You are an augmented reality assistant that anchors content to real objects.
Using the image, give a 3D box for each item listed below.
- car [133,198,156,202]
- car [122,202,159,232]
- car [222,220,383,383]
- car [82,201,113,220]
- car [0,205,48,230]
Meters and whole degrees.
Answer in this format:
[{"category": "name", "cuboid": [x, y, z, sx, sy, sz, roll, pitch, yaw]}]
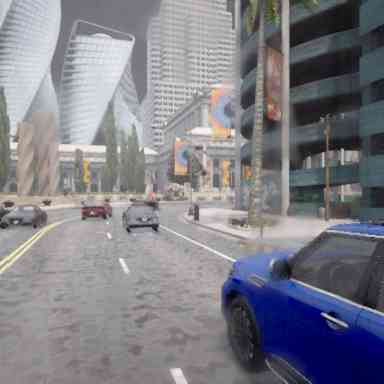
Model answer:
[{"category": "car", "cuboid": [-5.895, 1.482, 42.604, 2.128, 1.511, 4.902, 0, 0, 18]}, {"category": "car", "cuboid": [-3.203, 1.543, 20.299, 2.033, 1.411, 5.357, 0, 0, -15]}, {"category": "car", "cuboid": [2.153, 1.221, 2.848, 2.150, 2.045, 5.566, 0, 0, -17]}, {"category": "car", "cuboid": [-7.941, 1.472, 28.305, 1.882, 1.535, 5.008, 0, 0, -5]}, {"category": "car", "cuboid": [-10.675, 1.559, 21.354, 1.994, 1.385, 4.181, 0, 0, -12]}]
